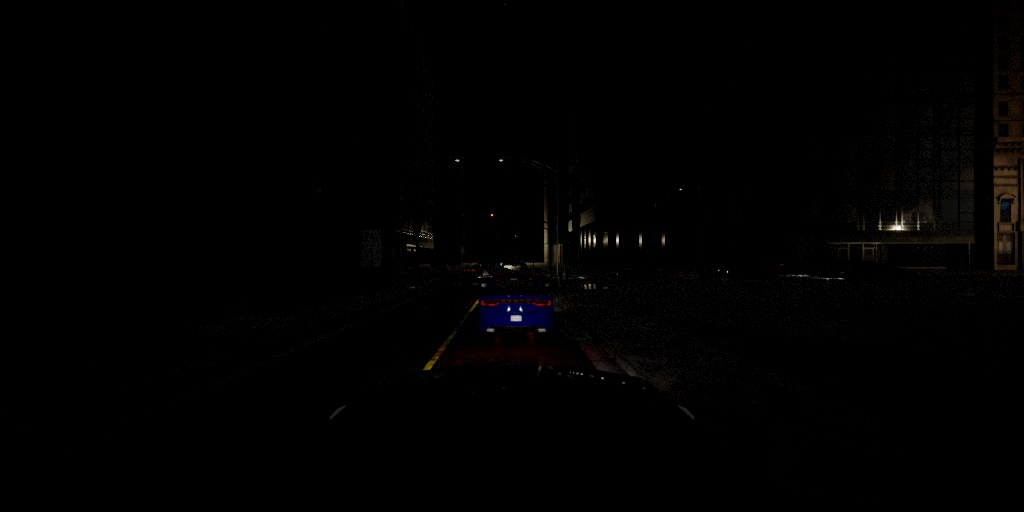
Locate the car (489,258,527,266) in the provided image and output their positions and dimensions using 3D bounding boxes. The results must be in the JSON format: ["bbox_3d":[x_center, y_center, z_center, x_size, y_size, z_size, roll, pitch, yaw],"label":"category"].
[{"bbox_3d":[0.140,1.107,19.283,2.097,1.767,4.553,0,0,2],"label":"car"}]

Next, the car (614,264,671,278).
[{"bbox_3d":[12.024,1.371,33.308,4.718,1.301,1.895,0,0,3],"label":"car"}]

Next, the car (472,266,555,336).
[{"bbox_3d":[0.093,1.229,10.415,1.882,1.535,5.008,0,0,0],"label":"car"}]

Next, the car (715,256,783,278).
[{"bbox_3d":[21.975,0.986,33.326,5.566,2.045,2.150,0,0,-1],"label":"car"}]

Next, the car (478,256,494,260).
[{"bbox_3d":[-3.136,1.000,45.826,2.150,2.045,5.566,0,0,-2],"label":"car"}]

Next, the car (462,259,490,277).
[{"bbox_3d":[-2.071,1.314,33.689,5.357,1.411,2.033,0,0,-44],"label":"car"}]

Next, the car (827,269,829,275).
[{"bbox_3d":[32.072,1.276,33.322,4.674,1.442,1.812,0,0,0],"label":"car"}]

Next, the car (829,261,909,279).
[{"bbox_3d":[30.211,1.224,30.136,5.008,1.535,1.882,0,0,0],"label":"car"}]
